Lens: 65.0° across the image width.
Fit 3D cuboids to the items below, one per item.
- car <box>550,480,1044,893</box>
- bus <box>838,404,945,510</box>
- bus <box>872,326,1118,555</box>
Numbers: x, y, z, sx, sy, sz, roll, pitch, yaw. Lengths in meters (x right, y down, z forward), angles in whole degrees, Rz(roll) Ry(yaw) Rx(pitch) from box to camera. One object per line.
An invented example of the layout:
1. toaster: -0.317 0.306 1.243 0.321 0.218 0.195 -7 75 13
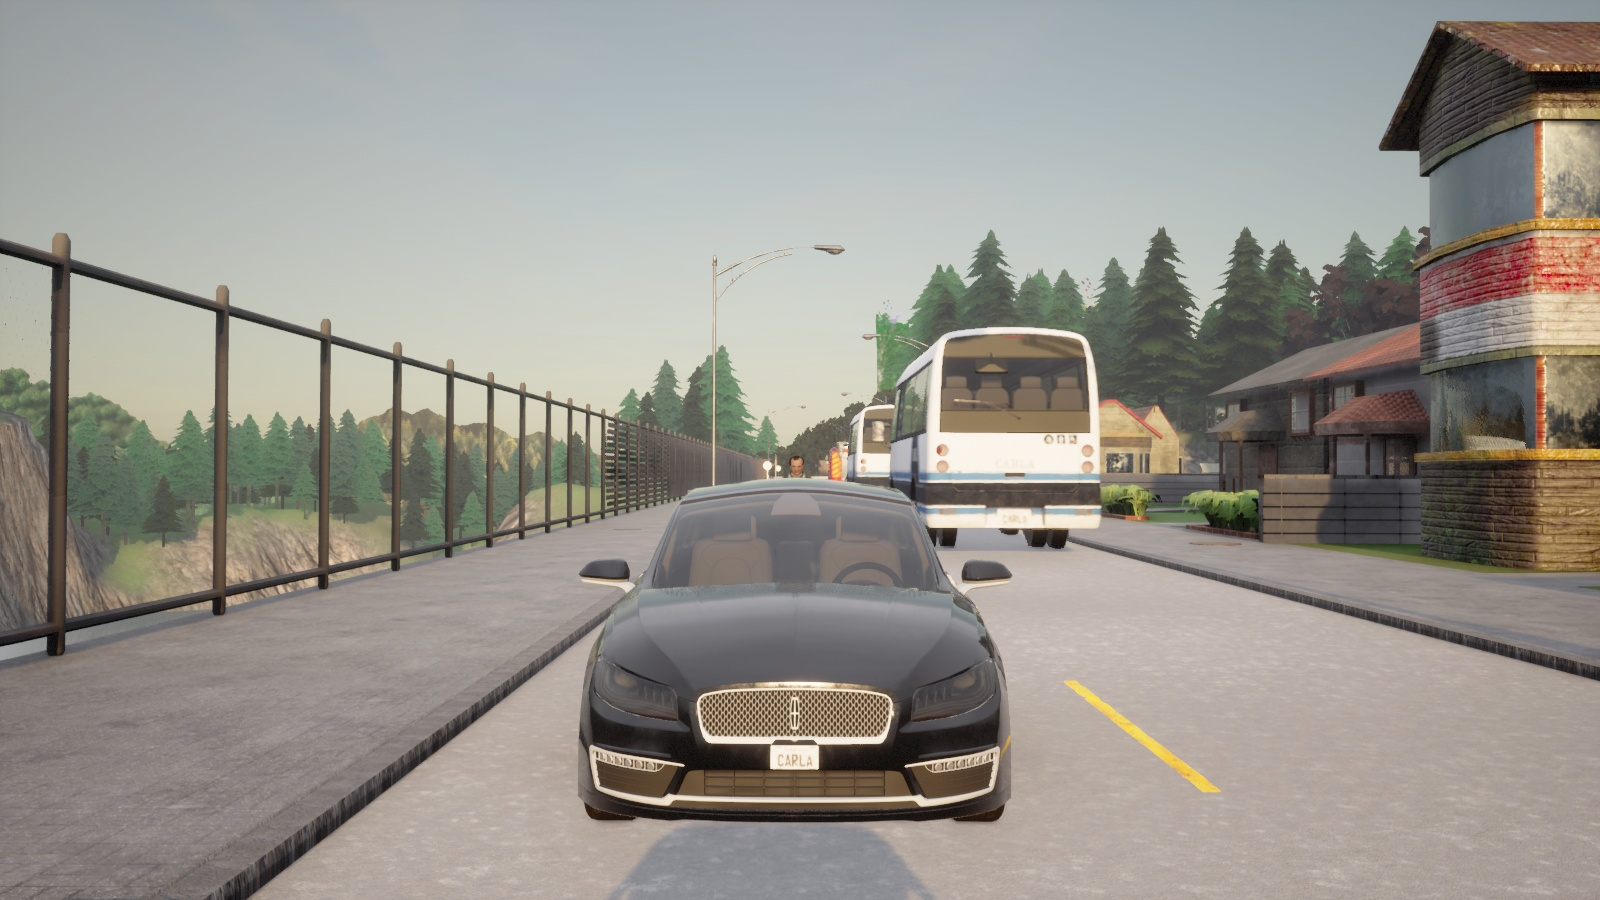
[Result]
1. car: -0.017 0.939 7.131 1.837 1.490 4.892 0 -1 0
2. bus: 3.863 0.361 55.992 3.944 4.253 10.273 0 -1 0
3. bus: 3.927 -0.100 28.513 3.944 4.253 10.273 0 -1 0
